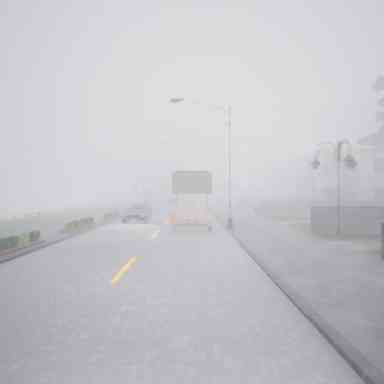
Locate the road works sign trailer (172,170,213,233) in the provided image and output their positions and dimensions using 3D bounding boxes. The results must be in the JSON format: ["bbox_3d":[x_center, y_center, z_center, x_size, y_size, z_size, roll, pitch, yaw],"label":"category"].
[{"bbox_3d":[0.007,0.500,19.704,2.380,3.560,2.880,0,0,0],"label":"road works sign trailer"}]

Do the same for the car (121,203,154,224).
[{"bbox_3d":[-4.091,1.594,25.777,2.033,1.411,5.357,0,0,0],"label":"car"}]

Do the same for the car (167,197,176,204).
[{"bbox_3d":[-3.977,1.662,67.775,2.033,1.411,5.357,0,0,0],"label":"car"}]
